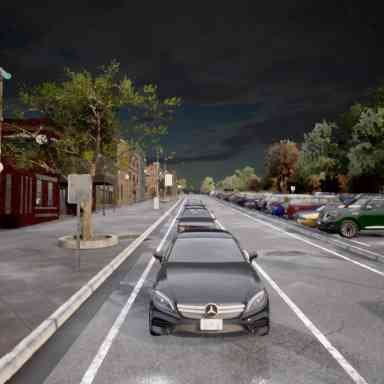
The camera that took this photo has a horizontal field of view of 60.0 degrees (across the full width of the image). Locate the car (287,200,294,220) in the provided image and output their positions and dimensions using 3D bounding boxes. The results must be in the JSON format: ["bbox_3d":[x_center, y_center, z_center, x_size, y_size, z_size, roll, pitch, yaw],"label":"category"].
[{"bbox_3d":[9.259,1.506,22.618,4.674,1.452,2.002,0,0,0],"label":"car"}]

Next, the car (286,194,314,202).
[{"bbox_3d":[22.052,1.188,67.933,4.892,1.521,2.231,0,1,0],"label":"car"}]

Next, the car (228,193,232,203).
[{"bbox_3d":[9.034,1.290,56.266,4.892,1.521,2.231,0,1,0],"label":"car"}]

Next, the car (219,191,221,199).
[{"bbox_3d":[8.941,0.938,67.476,5.566,2.045,2.435,0,1,0],"label":"car"}]

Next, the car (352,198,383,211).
[{"bbox_3d":[22.252,1.452,40.176,4.792,1.488,2.163,0,0,0],"label":"car"}]

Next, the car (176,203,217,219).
[{"bbox_3d":[0.205,1.532,17.391,2.033,1.411,5.357,0,0,0],"label":"car"}]

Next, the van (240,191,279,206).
[{"bbox_3d":[9.229,1.163,45.054,4.442,1.987,1.878,0,0,0],"label":"van"}]

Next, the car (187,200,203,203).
[{"bbox_3d":[0.241,1.442,29.838,2.128,1.511,4.902,0,0,0],"label":"car"}]

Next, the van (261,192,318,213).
[{"bbox_3d":[9.086,1.230,31.030,4.442,1.987,1.878,0,0,0],"label":"van"}]

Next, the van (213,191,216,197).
[{"bbox_3d":[8.709,0.764,89.900,4.442,1.987,1.878,0,1,0],"label":"van"}]

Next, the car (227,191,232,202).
[{"bbox_3d":[9.054,1.139,59.068,4.553,1.767,2.185,0,1,0],"label":"car"}]

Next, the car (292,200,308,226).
[{"bbox_3d":[9.089,1.466,19.814,5.366,1.575,1.946,0,0,0],"label":"car"}]

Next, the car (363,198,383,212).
[{"bbox_3d":[22.212,1.468,37.393,4.792,1.488,2.163,0,0,0],"label":"car"}]

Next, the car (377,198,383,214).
[{"bbox_3d":[22.444,1.444,34.622,5.366,1.575,1.946,0,0,0],"label":"car"}]

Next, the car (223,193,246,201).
[{"bbox_3d":[8.920,1.039,70.280,4.553,1.767,2.185,0,1,0],"label":"car"}]

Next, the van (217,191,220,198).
[{"bbox_3d":[8.781,0.864,78.688,4.442,1.987,1.878,0,1,0],"label":"van"}]

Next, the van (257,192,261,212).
[{"bbox_3d":[9.301,1.222,33.833,4.442,1.987,1.878,0,0,0],"label":"van"}]

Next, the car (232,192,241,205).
[{"bbox_3d":[9.067,1.113,47.853,5.566,2.045,2.435,0,1,0],"label":"car"}]

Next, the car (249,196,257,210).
[{"bbox_3d":[9.196,1.470,36.636,4.792,1.488,2.163,0,0,0],"label":"car"}]

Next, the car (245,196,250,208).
[{"bbox_3d":[9.146,1.465,39.444,4.674,1.452,2.002,0,0,0],"label":"car"}]

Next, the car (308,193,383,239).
[{"bbox_3d":[9.264,1.221,17.011,5.566,2.045,2.435,0,0,0],"label":"car"}]

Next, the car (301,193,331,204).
[{"bbox_3d":[22.130,1.135,59.606,4.553,1.767,2.185,0,1,0],"label":"car"}]

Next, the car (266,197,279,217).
[{"bbox_3d":[9.215,1.460,28.224,5.008,1.535,2.097,0,0,0],"label":"car"}]

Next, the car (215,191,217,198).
[{"bbox_3d":[8.874,1.065,81.493,5.008,1.535,2.097,0,1,0],"label":"car"}]

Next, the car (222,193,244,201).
[{"bbox_3d":[8.902,1.014,73.083,4.553,1.767,2.185,0,1,0],"label":"car"}]

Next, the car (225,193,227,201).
[{"bbox_3d":[9.002,1.279,61.872,4.674,1.452,2.002,0,1,0],"label":"car"}]

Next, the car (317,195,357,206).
[{"bbox_3d":[22.339,1.332,51.280,5.366,1.575,1.946,0,1,0],"label":"car"}]

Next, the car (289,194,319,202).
[{"bbox_3d":[21.879,1.209,65.155,5.366,1.575,1.946,0,0,0],"label":"car"}]

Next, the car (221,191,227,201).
[{"bbox_3d":[8.959,0.963,64.673,5.566,2.045,2.435,0,1,0],"label":"car"}]

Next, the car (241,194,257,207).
[{"bbox_3d":[9.137,1.409,42.247,4.892,1.521,2.231,0,0,0],"label":"car"}]

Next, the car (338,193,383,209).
[{"bbox_3d":[22.178,1.153,42.949,5.566,2.045,2.435,0,0,0],"label":"car"}]

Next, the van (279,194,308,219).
[{"bbox_3d":[9.355,1.237,25.421,4.442,1.987,1.878,0,0,0],"label":"van"}]

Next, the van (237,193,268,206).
[{"bbox_3d":[9.193,1.113,50.658,4.442,1.987,1.878,0,1,0],"label":"van"}]

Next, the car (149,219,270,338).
[{"bbox_3d":[0.258,1.524,6.812,1.812,1.442,4.674,0,0,0],"label":"car"}]
